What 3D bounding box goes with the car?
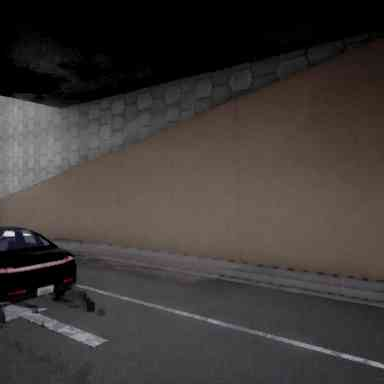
[{"bbox_3d":[-4.504,1.491,7.156,4.902,1.511,2.128,0,0,36],"label":"car"}]
